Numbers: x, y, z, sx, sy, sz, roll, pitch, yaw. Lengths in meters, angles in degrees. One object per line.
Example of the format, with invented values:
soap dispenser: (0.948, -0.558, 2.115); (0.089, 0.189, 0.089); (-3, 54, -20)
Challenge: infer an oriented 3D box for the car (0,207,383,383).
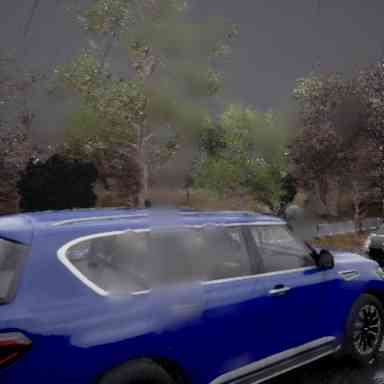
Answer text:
car: (0.245, 1.221, 4.236); (5.566, 2.045, 2.435); (0, 0, -33)
